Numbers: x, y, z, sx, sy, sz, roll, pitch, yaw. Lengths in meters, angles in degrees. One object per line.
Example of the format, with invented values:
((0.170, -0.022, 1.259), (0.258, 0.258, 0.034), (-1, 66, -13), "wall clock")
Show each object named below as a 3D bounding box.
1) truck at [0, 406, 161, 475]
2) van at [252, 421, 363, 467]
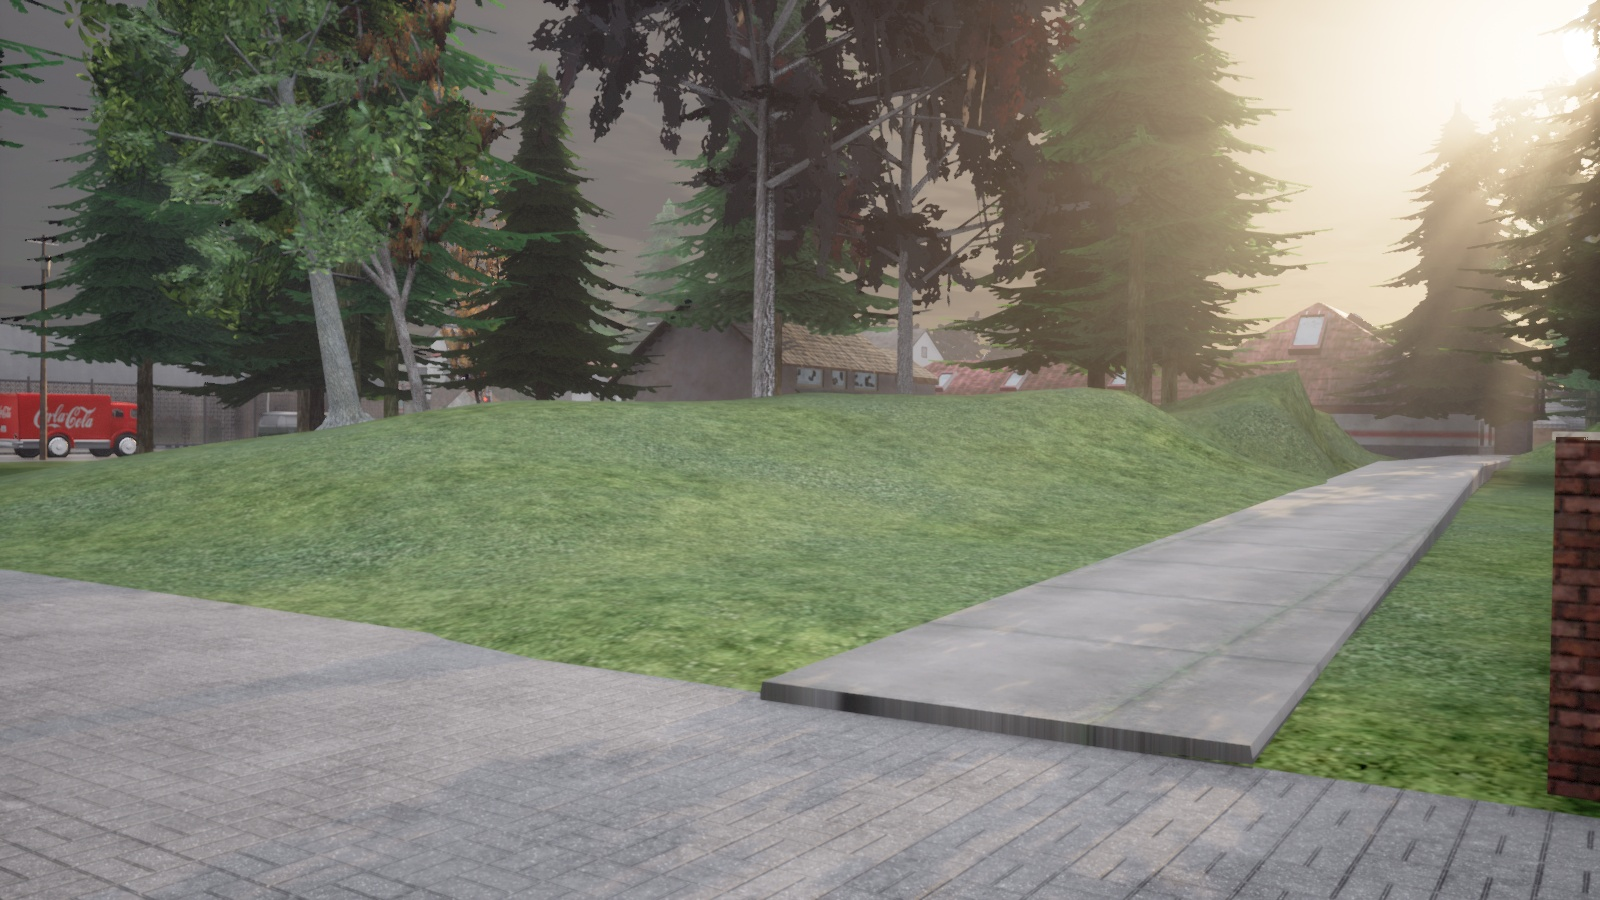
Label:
((-27.696, -0.391, 47.990), (2.627, 2.467, 5.204), (0, 1, 34), "truck")
((-22.076, -0.317, 56.447), (1.775, 1.987, 4.442), (0, 1, 33), "van")
